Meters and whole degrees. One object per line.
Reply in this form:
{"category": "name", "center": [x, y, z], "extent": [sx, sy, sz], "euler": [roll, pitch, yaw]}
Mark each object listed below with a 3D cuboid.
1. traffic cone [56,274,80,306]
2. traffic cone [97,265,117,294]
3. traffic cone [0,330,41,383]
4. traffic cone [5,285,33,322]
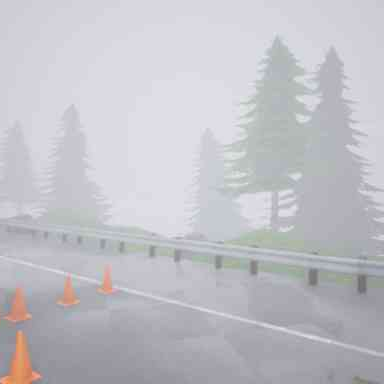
{"category": "traffic cone", "center": [-2.523, 1.967, 6.789], "extent": [0.340, 0.580, 0.340], "euler": [0, 0, 36]}
{"category": "traffic cone", "center": [-1.942, 1.971, 7.603], "extent": [0.340, 0.580, 0.340], "euler": [0, 0, 36]}
{"category": "traffic cone", "center": [-2.059, 1.962, 3.999], "extent": [0.340, 0.580, 0.340], "euler": [0, 0, 36]}
{"category": "traffic cone", "center": [-3.105, 1.964, 5.976], "extent": [0.340, 0.580, 0.340], "euler": [0, 0, 36]}
